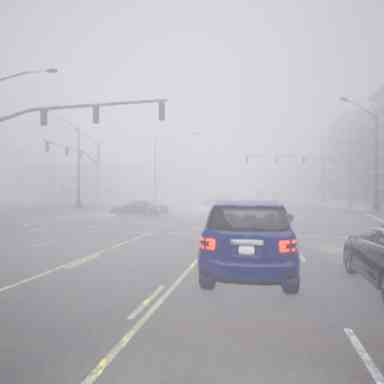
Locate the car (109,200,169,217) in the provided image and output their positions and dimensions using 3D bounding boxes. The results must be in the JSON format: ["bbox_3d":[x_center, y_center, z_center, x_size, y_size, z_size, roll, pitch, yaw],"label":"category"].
[{"bbox_3d":[-4.769,1.449,29.973,5.357,1.411,2.033,0,0,21],"label":"car"}]

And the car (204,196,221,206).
[{"bbox_3d":[3.158,1.322,49.639,1.895,1.301,4.718,0,1,12],"label":"car"}]

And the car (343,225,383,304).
[{"bbox_3d":[4.822,1.474,7.463,2.128,1.511,4.902,0,0,11],"label":"car"}]

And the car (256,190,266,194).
[{"bbox_3d":[15.636,0.736,75.480,1.994,1.385,4.181,0,1,11],"label":"car"}]

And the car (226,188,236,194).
[{"bbox_3d":[9.680,0.034,81.325,2.150,2.045,5.566,0,1,11],"label":"car"}]

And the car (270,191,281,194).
[{"bbox_3d":[19.058,0.540,74.745,2.097,1.767,4.553,0,1,11],"label":"car"}]

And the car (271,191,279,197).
[{"bbox_3d":[21.057,0.419,84.590,1.837,1.490,4.892,0,1,11],"label":"car"}]

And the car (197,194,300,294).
[{"bbox_3d":[1.562,1.201,9.001,2.150,2.045,5.566,0,0,11],"label":"car"}]

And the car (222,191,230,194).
[{"bbox_3d":[6.439,0.966,65.492,2.033,1.411,5.357,0,1,12],"label":"car"}]
